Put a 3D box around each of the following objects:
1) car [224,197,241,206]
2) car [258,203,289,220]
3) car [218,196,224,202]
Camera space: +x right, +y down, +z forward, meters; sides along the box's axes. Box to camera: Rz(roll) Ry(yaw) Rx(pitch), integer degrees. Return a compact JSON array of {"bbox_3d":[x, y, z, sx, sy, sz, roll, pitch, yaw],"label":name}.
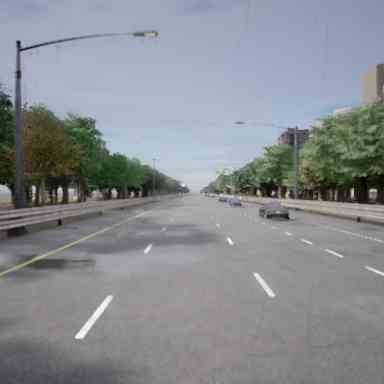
[{"bbox_3d":[7.156,1.672,56.474,2.033,1.411,5.357,0,0,0],"label":"car"},{"bbox_3d":[7.038,1.619,29.009,1.994,1.385,4.181,0,0,0],"label":"car"},{"bbox_3d":[7.329,1.741,80.635,1.994,1.385,4.181,0,0,1],"label":"car"}]
